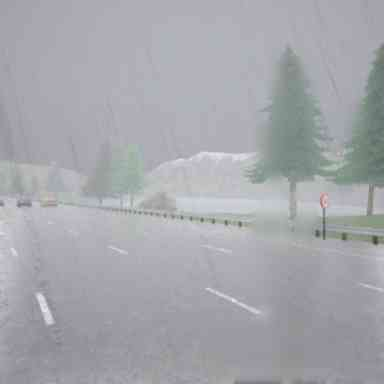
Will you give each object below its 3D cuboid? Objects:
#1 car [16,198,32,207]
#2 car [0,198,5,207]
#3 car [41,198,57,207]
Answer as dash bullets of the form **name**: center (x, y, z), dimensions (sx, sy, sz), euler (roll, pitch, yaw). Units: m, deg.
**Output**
- **car**: center (-27.648, 1.720, 54.753), dimensions (2.128, 1.511, 4.902), euler (0, 0, -33)
- **car**: center (-32.560, 1.757, 55.898), dimensions (1.812, 1.442, 4.674), euler (0, 0, -32)
- **car**: center (-23.747, 1.710, 55.167), dimensions (1.882, 1.535, 5.008), euler (0, 0, -33)
